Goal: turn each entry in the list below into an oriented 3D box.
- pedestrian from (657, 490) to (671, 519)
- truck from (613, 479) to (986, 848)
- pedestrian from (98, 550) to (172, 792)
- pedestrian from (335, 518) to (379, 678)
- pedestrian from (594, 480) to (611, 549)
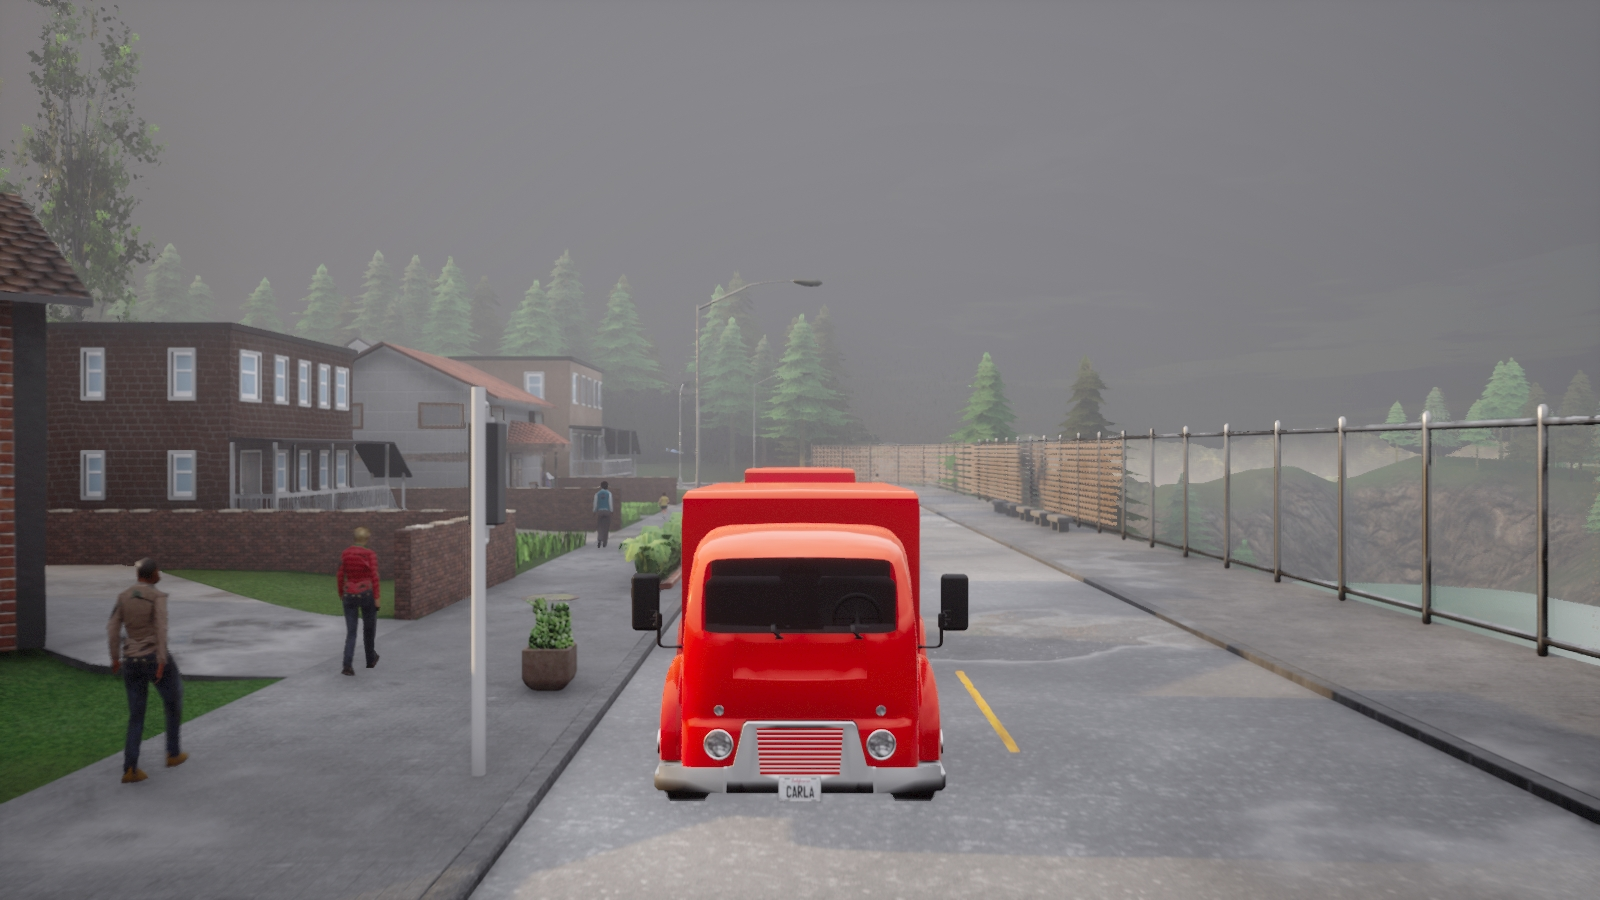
[{"bbox_3d":[-5.292,2.125,44.484,0.500,1.100,0.500,0,0,0],"label":"pedestrian"},{"bbox_3d":[0.007,1.568,10.653,2.627,2.467,5.204,0,0,0],"label":"truck"},{"bbox_3d":[-5.301,1.746,9.122,0.375,1.860,0.375,0,0,0],"label":"pedestrian"},{"bbox_3d":[-5.277,1.746,13.616,0.375,1.860,0.375,0,0,1],"label":"pedestrian"},{"bbox_3d":[-5.381,1.747,31.177,0.375,1.860,0.375,0,0,4],"label":"pedestrian"}]
